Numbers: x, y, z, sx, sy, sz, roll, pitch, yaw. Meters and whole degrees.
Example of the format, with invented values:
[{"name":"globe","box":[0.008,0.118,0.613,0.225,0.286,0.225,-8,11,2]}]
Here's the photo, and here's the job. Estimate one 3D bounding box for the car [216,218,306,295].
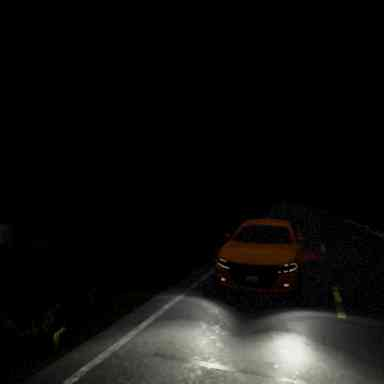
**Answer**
[{"name":"car","box":[2.059,1.512,9.173,1.882,1.535,5.008,0,0,19]}]
